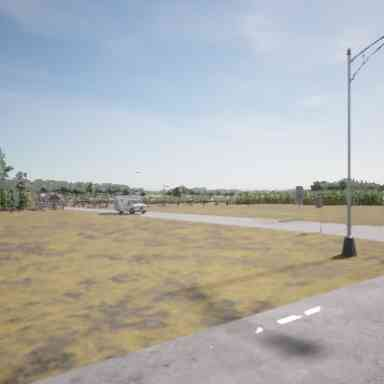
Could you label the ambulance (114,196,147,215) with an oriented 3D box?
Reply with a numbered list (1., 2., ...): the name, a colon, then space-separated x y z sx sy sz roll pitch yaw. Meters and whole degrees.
1. ambulance: -8.407 1.750 45.396 2.351 2.431 6.366 0 -1 -35
